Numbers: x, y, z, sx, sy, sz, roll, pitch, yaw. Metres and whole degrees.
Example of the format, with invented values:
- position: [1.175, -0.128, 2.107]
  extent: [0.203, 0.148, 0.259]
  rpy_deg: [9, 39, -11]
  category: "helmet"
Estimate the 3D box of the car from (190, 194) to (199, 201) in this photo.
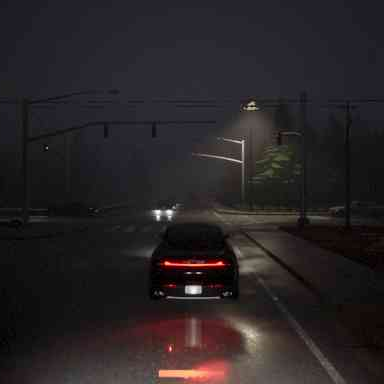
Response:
- position: [0.588, 1.355, 80.821]
  extent: [2.097, 1.767, 4.553]
  rpy_deg: [0, 0, 2]
  category: "car"

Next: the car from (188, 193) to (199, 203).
- position: [0.314, 1.224, 70.429]
  extent: [2.150, 2.045, 5.566]
  rpy_deg: [0, 0, 2]
  category: "car"

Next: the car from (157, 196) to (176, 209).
- position: [-3.587, 1.601, 44.800]
  extent: [1.895, 1.301, 4.718]
  rpy_deg: [0, 0, 0]
  category: "car"

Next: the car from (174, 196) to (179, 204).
- position: [-3.562, 1.478, 54.082]
  extent: [1.882, 1.535, 5.008]
  rpy_deg: [0, 0, 0]
  category: "car"

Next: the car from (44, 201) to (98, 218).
- position: [-10.860, 1.547, 29.994]
  extent: [4.674, 1.442, 1.812]
  rpy_deg: [0, 0, 1]
  category: "car"

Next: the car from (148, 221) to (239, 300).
- position: [0.050, 1.501, 8.396]
  extent: [1.837, 1.490, 4.892]
  rpy_deg: [0, 0, 1]
  category: "car"

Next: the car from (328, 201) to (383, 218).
- position: [14.560, 1.553, 29.518]
  extent: [4.674, 1.442, 1.812]
  rpy_deg: [0, 0, 1]
  category: "car"
